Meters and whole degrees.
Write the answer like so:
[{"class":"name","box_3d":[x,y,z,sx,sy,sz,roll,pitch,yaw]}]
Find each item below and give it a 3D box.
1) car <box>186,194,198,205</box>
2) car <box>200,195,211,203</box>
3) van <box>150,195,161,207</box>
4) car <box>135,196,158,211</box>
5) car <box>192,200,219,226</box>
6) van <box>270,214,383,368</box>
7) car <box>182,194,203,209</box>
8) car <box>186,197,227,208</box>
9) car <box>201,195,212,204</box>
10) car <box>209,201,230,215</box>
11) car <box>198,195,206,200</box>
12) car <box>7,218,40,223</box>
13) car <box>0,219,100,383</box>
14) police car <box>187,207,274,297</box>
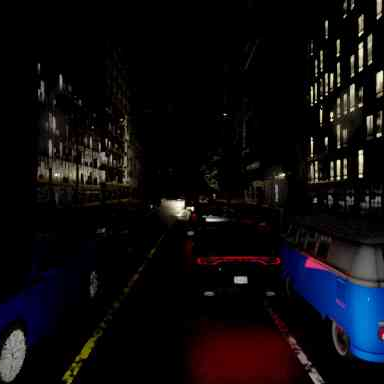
[{"class":"car","box_3d":[0.040,1.339,59.372,2.097,1.767,4.553,0,0,0]},{"class":"car","box_3d":[2.737,1.415,68.236,1.967,1.590,4.097,0,0,0]},{"class":"van","box_3d":[-5.655,1.339,51.169,1.690,1.788,3.998,0,0,0]},{"class":"car","box_3d":[-5.663,1.556,39.783,2.008,1.369,4.403,0,0,0]},{"class":"car","box_3d":[0.918,1.460,24.830,1.801,1.575,5.366,0,0,0]},{"class":"van","box_3d":[2.695,1.342,5.620,1.690,1.788,3.998,0,0,0]},{"class":"car","box_3d":[0.039,1.354,45.420,2.097,1.767,4.553,0,0,0]},{"class":"car","box_3d":[0.864,1.355,18.602,2.097,1.767,4.553,0,0,-1]},{"class":"car","box_3d":[2.734,1.423,62.544,1.967,1.590,4.097,0,0,0]},{"class":"car","box_3d":[2.714,1.588,34.082,1.802,1.307,4.206,0,0,0]},{"class":"car","box_3d":[2.753,1.481,91.007,1.887,1.381,4.507,0,0,0]},{"class":"car","box_3d":[-5.682,1.584,11.320,1.802,1.307,4.206,0,0,0]},{"class":"car","box_3d":[-2.995,1.478,5.483,1.882,1.535,5.008,0,0,0]},{"class":"police car","box_3d":[0.907,1.427,8.750,1.930,1.638,5.238,0,0,0]}]
